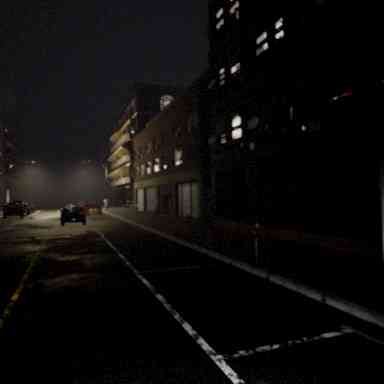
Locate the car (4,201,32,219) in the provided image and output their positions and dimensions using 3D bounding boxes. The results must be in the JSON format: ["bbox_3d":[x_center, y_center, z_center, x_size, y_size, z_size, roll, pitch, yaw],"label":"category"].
[{"bbox_3d":[-19.708,1.961,37.347,2.192,1.841,5.009,-1,-1,-21],"label":"car"}]

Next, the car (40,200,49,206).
[{"bbox_3d":[-37.583,2.882,84.810,2.008,1.369,4.403,-1,-1,-21],"label":"car"}]

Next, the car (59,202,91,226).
[{"bbox_3d":[-9.689,1.882,27.139,2.128,1.511,4.902,-1,0,-20],"label":"car"}]

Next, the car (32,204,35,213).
[{"bbox_3d":[-21.693,2.162,42.619,1.967,1.590,4.097,-1,-1,-21],"label":"car"}]

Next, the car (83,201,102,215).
[{"bbox_3d":[-11.922,2.060,40.455,1.752,1.417,4.829,-1,-1,-21],"label":"car"}]

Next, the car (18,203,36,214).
[{"bbox_3d":[-23.678,2.343,47.893,1.887,1.381,4.507,-1,-1,-21],"label":"car"}]
